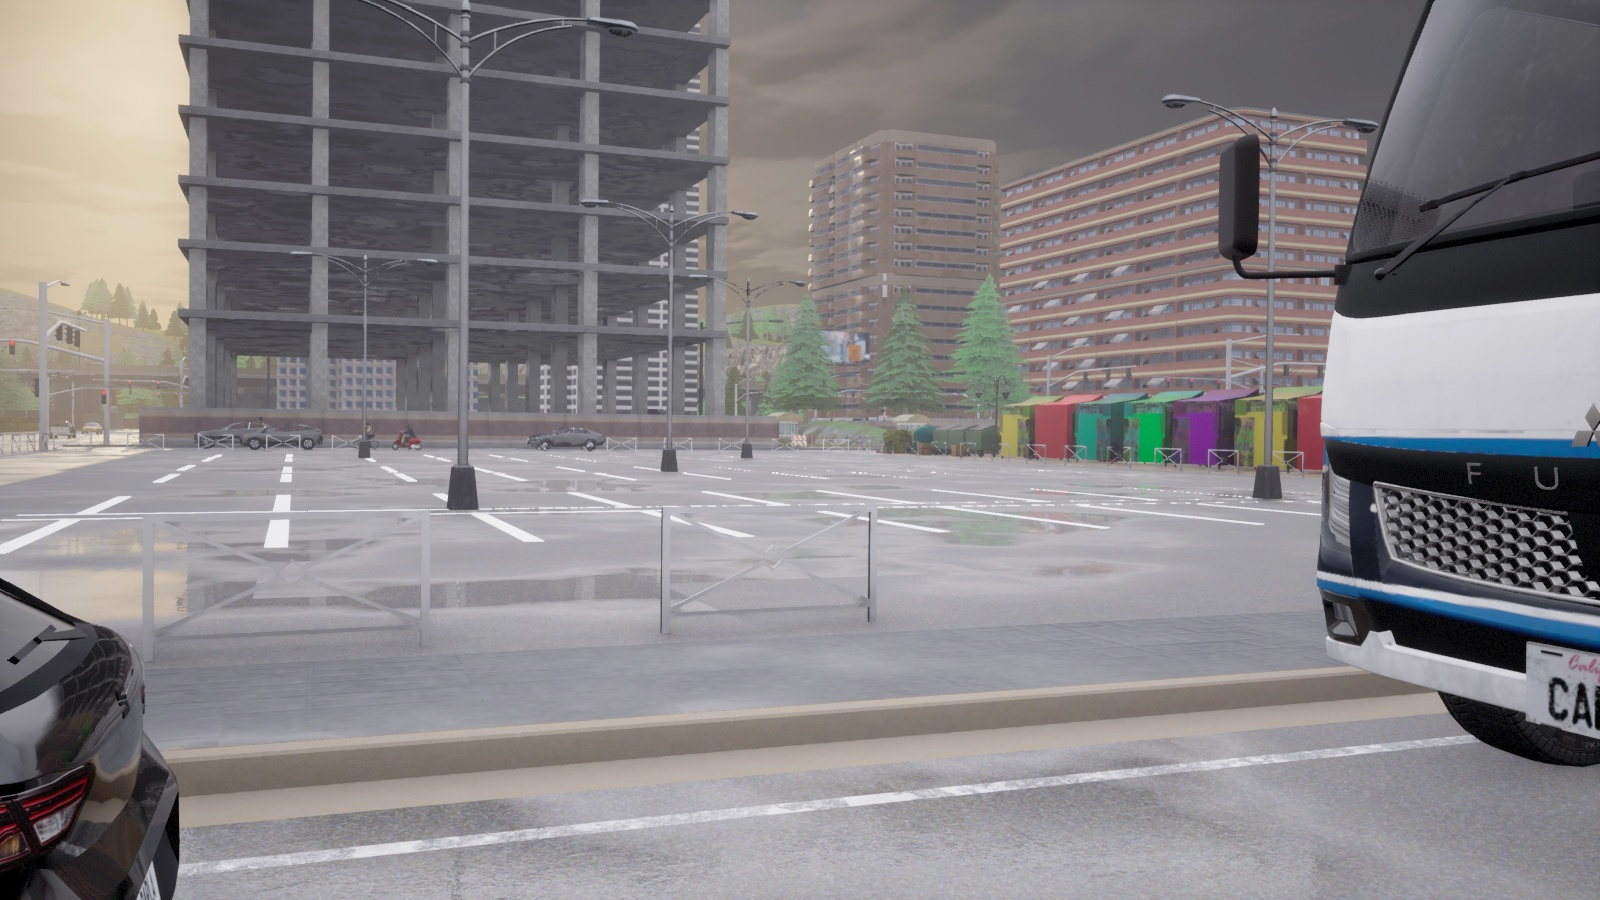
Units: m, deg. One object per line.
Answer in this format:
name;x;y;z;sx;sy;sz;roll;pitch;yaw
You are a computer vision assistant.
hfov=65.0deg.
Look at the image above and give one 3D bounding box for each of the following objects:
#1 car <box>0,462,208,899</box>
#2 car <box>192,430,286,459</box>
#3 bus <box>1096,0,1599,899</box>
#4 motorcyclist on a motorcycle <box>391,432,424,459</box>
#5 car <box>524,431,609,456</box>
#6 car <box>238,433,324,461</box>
car;-3.322;0.815;1.970;4.193;1.474;1.816;-1;1;-21
car;-33.451;-0.338;75.023;5.027;1.651;2.152;-1;1;-22
bus;6.891;-0.747;5.803;10.273;4.253;3.944;-1;1;-20
motorcyclist on a motorcycle;-23.535;-0.275;75.304;1.817;1.590;0.866;-1;1;-22
car;-14.696;-0.426;78.923;4.902;1.511;2.128;-1;1;-22
car;-29.989;-0.169;72.661;4.514;1.525;2.007;-1;1;-22
